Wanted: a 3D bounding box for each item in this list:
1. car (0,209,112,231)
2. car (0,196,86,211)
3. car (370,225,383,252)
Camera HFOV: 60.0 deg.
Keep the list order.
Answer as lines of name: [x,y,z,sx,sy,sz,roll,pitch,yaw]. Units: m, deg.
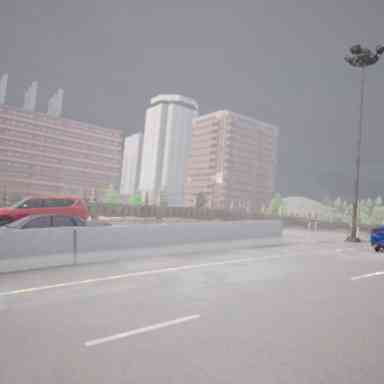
car: [-5.712,1.560,12.810,5.357,1.411,2.033,1,0,-35]
car: [-8.892,1.247,19.136,5.566,2.045,2.150,1,-1,-35]
car: [10.198,2.062,15.313,5.008,1.535,1.882,5,-3,-35]
